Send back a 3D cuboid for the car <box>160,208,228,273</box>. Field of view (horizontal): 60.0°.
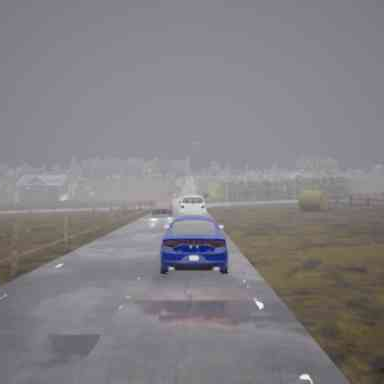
[{"bbox_3d":[0.065,1.522,10.897,1.882,1.535,5.008,0,0,0],"label":"car"}]

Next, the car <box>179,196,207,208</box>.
[{"bbox_3d":[0.078,1.320,28.237,2.150,2.045,5.566,0,0,0],"label":"car"}]

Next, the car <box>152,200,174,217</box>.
[{"bbox_3d":[-2.840,1.590,33.092,1.882,1.535,5.008,0,0,0],"label":"car"}]
